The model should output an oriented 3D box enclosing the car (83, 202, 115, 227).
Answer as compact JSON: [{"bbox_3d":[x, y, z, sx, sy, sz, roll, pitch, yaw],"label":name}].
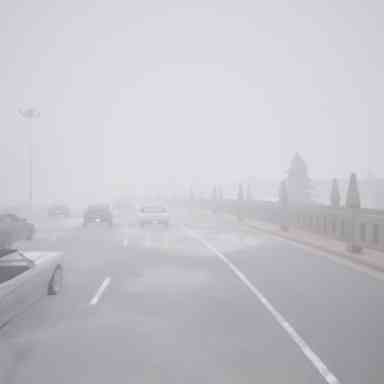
[{"bbox_3d":[-6.513,1.536,23.333,1.837,1.490,4.892,0,0,-13],"label":"car"}]

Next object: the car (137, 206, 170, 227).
[{"bbox_3d":[-2.805,1.610,23.016,1.895,1.301,4.718,0,0,-13],"label":"car"}]

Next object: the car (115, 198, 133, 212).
[{"bbox_3d":[-8.338,1.541,39.926,1.837,1.490,4.892,0,0,-22],"label":"car"}]

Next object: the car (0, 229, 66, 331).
[{"bbox_3d":[-3.744,1.616,5.704,1.895,1.301,4.718,0,0,-4],"label":"car"}]

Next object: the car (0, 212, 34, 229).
[{"bbox_3d":[-8.190,1.566,13.994,1.812,1.442,4.674,0,0,-8],"label":"car"}]

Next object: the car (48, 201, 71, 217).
[{"bbox_3d":[-12.678,1.599,31.827,1.812,1.442,4.674,0,0,-19],"label":"car"}]
